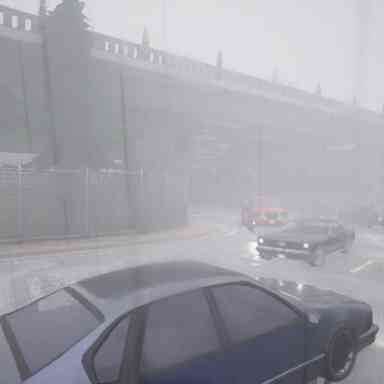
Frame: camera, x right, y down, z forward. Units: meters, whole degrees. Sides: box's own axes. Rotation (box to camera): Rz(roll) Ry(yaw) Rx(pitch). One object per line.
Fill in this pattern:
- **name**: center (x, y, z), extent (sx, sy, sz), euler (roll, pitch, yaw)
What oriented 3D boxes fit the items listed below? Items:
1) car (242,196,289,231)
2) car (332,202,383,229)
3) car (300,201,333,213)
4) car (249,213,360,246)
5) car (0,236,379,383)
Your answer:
- **car**: center (4.358, 1.255, 20.444), extent (2.150, 2.045, 5.566), euler (1, 0, 2)
- **car**: center (11.730, 1.597, 22.116), extent (2.033, 1.411, 5.357), euler (0, 0, -1)
- **car**: center (12.993, 1.613, 32.889), extent (2.033, 1.411, 5.357), euler (0, 0, -19)
- **car**: center (4.128, 1.623, 11.651), extent (1.895, 1.301, 4.718), euler (0, 0, 41)
- **car**: center (-0.077, 1.551, 3.700), extent (5.357, 1.411, 2.033), euler (0, 0, -36)
